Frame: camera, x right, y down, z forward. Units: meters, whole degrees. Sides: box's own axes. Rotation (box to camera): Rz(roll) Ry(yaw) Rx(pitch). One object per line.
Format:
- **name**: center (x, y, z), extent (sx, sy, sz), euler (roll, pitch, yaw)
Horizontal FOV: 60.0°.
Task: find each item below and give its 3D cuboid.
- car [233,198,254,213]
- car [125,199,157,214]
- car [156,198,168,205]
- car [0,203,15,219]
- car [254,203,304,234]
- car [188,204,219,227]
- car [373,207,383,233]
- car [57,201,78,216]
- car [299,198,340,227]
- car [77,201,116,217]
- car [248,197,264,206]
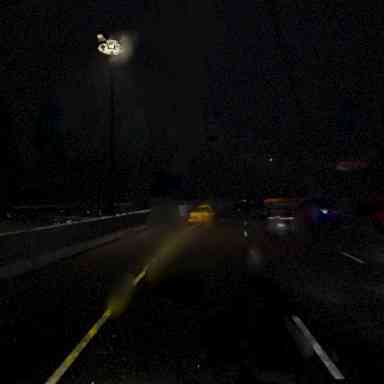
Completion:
- **car**: center (6.635, 1.939, 43.937), extent (1.837, 1.490, 4.892), euler (0, -1, 18)
- **car**: center (-5.921, 1.849, 37.501), extent (1.837, 1.490, 4.892), euler (0, -1, 14)
- **car**: center (-6.530, 1.899, 68.754), extent (1.994, 1.385, 4.181), euler (0, -1, 22)
- **car**: center (-18.244, 1.719, 29.866), extent (1.882, 1.535, 5.008), euler (0, -1, 10)
- **car**: center (5.275, 1.702, 20.790), extent (2.128, 1.511, 4.902), euler (0, -1, 8)
- **car**: center (0.957, 1.696, 24.999), extent (1.801, 1.575, 5.366), euler (0, -1, 10)
- **car**: center (11.947, 1.425, 18.076), extent (2.150, 2.045, 5.566), euler (0, 0, 7)
- **car**: center (-13.146, 1.830, 37.378), extent (1.837, 1.490, 4.892), euler (0, -1, 13)
- **car**: center (9.523, 1.485, 25.260), extent (2.150, 2.045, 5.566), euler (0, -1, 10)
- **car**: center (-9.914, 1.823, 35.801), extent (1.837, 1.490, 4.892), euler (0, -1, 13)
- **car**: center (10.612, 1.774, 55.496), extent (2.150, 2.045, 5.566), euler (0, -1, 22)
